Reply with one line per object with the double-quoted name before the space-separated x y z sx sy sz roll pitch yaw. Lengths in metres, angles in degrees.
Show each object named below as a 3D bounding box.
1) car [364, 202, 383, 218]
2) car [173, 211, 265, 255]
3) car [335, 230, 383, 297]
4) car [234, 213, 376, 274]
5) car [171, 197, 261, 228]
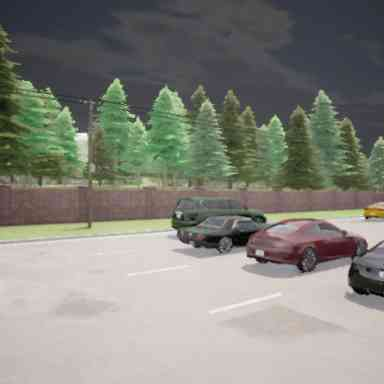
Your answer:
"car" 16.701 1.631 28.535 5.008 1.535 1.882 0 0 -35
"car" 1.813 1.648 13.633 4.718 1.301 1.895 0 0 -35
"car" 5.453 1.609 7.628 4.181 1.385 1.994 0 0 -35
"car" 3.794 1.573 10.761 4.674 1.442 1.812 0 0 -36
"car" 1.540 1.280 17.734 5.566 2.045 2.150 0 0 -35
